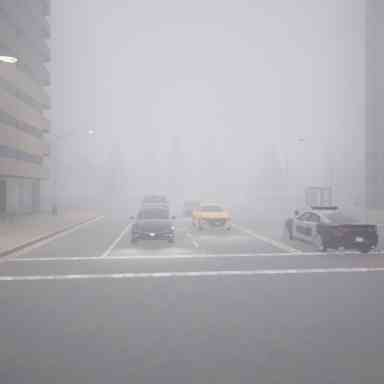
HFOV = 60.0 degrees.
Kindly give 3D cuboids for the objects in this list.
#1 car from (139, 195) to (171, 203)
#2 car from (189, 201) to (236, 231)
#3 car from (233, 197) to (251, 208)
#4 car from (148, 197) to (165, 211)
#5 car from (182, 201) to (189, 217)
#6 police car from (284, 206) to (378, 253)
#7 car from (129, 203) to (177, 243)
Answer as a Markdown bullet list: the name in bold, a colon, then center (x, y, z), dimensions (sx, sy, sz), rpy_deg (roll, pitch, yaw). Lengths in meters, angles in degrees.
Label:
- **car**: center (-2.887, 1.221, 25.919), dimensions (2.150, 2.045, 5.566), rpy_deg (0, 0, -6)
- **car**: center (1.138, 1.477, 20.968), dimensions (1.882, 1.535, 5.008), rpy_deg (0, 0, -6)
- **car**: center (7.361, 1.514, 49.504), dimensions (1.812, 1.442, 4.674), rpy_deg (0, 0, 25)
- **car**: center (-4.383, 1.480, 41.299), dimensions (1.882, 1.535, 5.008), rpy_deg (0, 0, -6)
- **car**: center (0.093, 1.547, 31.196), dimensions (2.033, 1.411, 5.357), rpy_deg (0, 0, -6)
- **police car**: center (5.477, 1.425, 13.971), dimensions (1.930, 1.638, 5.238), rpy_deg (0, 0, -6)
- **car**: center (-1.879, 1.505, 16.073), dimensions (1.837, 1.490, 4.892), rpy_deg (0, 0, -6)
